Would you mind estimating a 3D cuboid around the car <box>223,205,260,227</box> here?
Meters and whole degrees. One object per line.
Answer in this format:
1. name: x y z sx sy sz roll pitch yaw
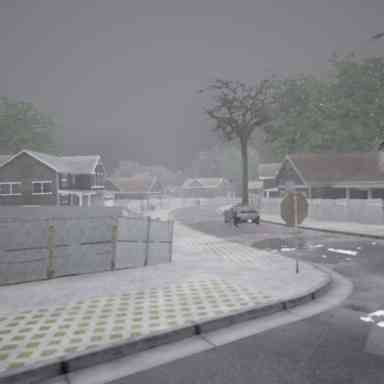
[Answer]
1. car: 3.625 1.742 25.055 2.128 1.511 4.902 -2 0 -7
